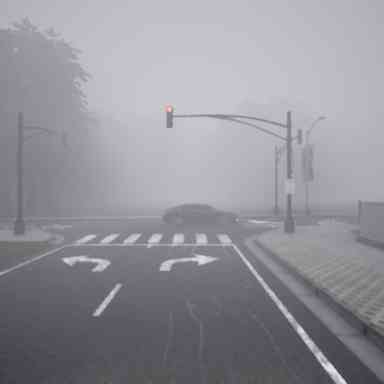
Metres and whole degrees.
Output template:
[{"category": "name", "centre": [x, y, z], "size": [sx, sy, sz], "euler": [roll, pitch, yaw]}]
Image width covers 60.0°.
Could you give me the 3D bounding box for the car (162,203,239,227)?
[{"category": "car", "centre": [0.563, 1.457, 21.266], "size": [4.892, 1.490, 1.837], "euler": [-1, -1, 0]}]
